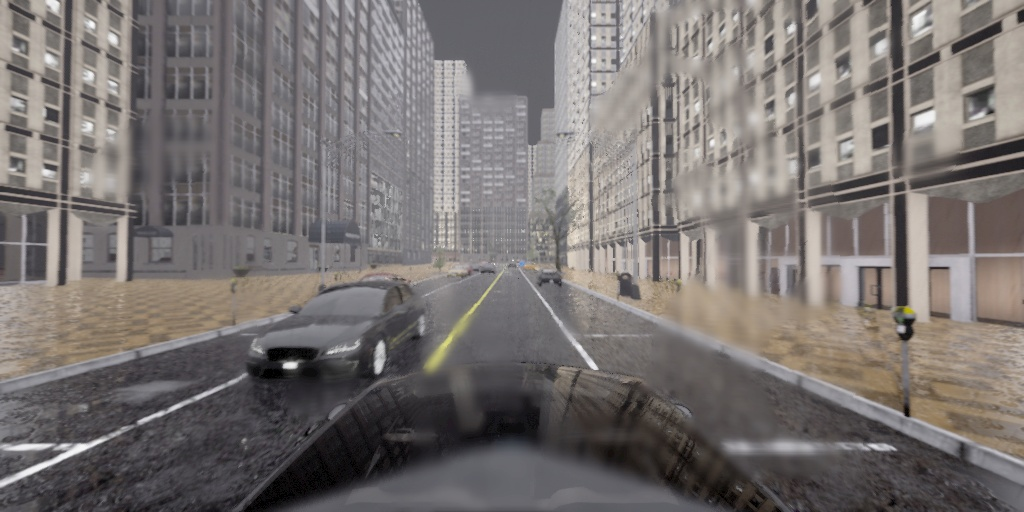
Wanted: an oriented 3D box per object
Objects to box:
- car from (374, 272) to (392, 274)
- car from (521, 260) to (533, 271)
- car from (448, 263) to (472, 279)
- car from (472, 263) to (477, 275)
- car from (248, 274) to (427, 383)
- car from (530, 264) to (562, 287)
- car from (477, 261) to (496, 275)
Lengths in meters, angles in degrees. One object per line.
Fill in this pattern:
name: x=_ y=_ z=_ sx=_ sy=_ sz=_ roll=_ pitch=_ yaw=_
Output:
car: x=-5.688 y=1.411 z=15.433 sx=1.888 sy=1.381 sz=4.507 roll=0 pitch=0 yaw=0
car: x=3.006 y=1.706 z=62.387 sx=1.801 sy=1.575 sz=5.366 roll=0 pitch=0 yaw=0
car: x=-5.686 y=1.578 z=37.834 sx=1.751 sy=1.417 sz=4.829 roll=0 pitch=0 yaw=0
car: x=-5.685 y=1.644 z=43.646 sx=1.888 sy=1.381 sz=4.507 roll=0 pitch=0 yaw=0
car: x=-3.100 y=1.303 z=7.454 sx=1.837 sy=1.490 sz=4.892 roll=0 pitch=0 yaw=0
car: x=2.694 y=1.509 z=26.728 sx=2.007 sy=1.370 sz=4.403 roll=0 pitch=0 yaw=0
car: x=-3.077 y=1.676 z=47.340 sx=2.033 sy=1.411 sz=5.357 roll=0 pitch=0 yaw=0
